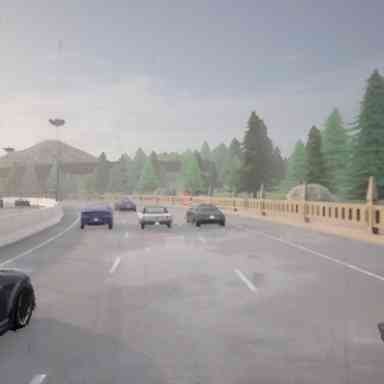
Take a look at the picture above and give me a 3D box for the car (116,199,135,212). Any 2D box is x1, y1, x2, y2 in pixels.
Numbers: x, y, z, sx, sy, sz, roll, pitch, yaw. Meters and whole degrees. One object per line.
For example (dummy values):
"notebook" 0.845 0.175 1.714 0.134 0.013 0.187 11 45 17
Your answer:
"car" -7.794 1.525 38.614 1.994 1.385 4.181 0 0 -21

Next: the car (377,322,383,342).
"car" 3.465 1.530 1.975 2.033 1.411 5.357 0 0 -2

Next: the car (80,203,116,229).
"car" -6.140 1.462 21.816 1.882 1.535 5.008 0 0 -13

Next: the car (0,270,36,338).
"car" -3.681 1.570 4.185 1.994 1.385 4.181 0 0 -3

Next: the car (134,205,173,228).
"car" -2.550 1.572 21.910 1.895 1.301 4.718 0 0 -13

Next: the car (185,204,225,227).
"car" 0.813 1.521 22.637 1.994 1.385 4.181 0 0 -13
